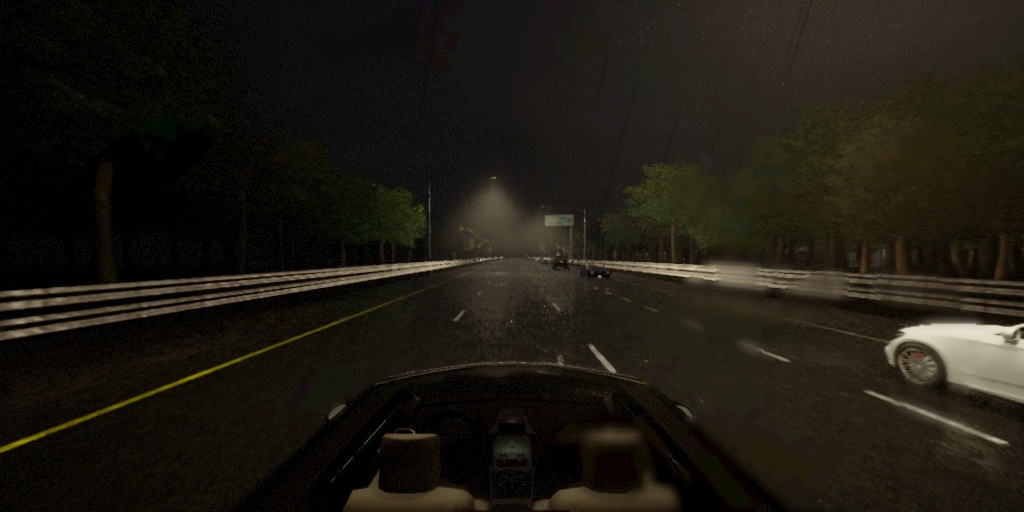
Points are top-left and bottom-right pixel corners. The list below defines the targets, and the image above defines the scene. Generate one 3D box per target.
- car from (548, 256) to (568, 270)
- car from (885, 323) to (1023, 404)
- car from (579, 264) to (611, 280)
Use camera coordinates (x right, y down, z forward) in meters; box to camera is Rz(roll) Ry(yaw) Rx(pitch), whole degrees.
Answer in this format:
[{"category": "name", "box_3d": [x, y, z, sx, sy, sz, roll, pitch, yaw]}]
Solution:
[{"category": "car", "box_3d": [7.112, 0.988, 53.826, 2.150, 2.045, 5.566, 0, 0, 0]}, {"category": "car", "box_3d": [6.999, 1.280, 3.845, 1.812, 1.442, 4.674, 0, 0, 0]}, {"category": "car", "box_3d": [7.027, 1.361, 30.930, 1.895, 1.301, 4.718, 0, 0, 0]}]
